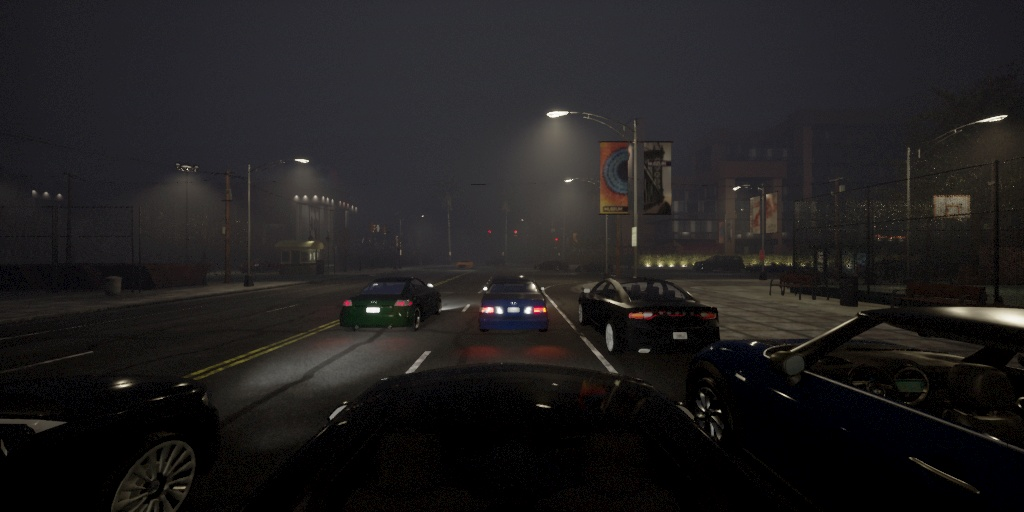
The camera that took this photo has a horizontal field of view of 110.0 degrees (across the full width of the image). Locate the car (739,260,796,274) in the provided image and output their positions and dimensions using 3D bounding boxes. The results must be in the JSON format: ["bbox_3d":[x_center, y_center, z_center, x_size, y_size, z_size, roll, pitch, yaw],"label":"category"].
[{"bbox_3d":[28.288,1.351,39.478,4.718,1.301,1.895,0,0,0],"label":"car"}]

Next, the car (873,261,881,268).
[{"bbox_3d":[44.896,1.270,43.046,4.892,1.490,1.837,0,0,0],"label":"car"}]

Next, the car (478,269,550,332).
[{"bbox_3d":[0.055,1.297,10.827,2.033,1.411,5.357,0,0,0],"label":"car"}]

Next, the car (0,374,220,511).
[{"bbox_3d":[-3.400,1.241,1.057,2.128,1.511,4.902,0,0,0],"label":"car"}]

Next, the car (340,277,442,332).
[{"bbox_3d":[-3.444,1.314,10.930,1.994,1.385,4.181,0,0,0],"label":"car"}]

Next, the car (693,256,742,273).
[{"bbox_3d":[24.773,0.971,42.952,5.566,2.045,2.150,0,0,0],"label":"car"}]

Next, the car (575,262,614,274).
[{"bbox_3d":[9.187,1.314,40.005,4.181,1.385,1.994,0,0,11],"label":"car"}]

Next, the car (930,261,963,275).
[{"bbox_3d":[45.154,1.314,36.046,4.181,1.385,1.994,0,0,-1],"label":"car"}]

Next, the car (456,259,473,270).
[{"bbox_3d":[-6.930,1.228,52.725,1.882,1.535,5.008,0,0,3],"label":"car"}]

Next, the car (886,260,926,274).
[{"bbox_3d":[45.120,1.208,39.546,5.357,1.411,2.033,0,0,-1],"label":"car"}]

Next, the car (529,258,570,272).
[{"bbox_3d":[5.070,1.255,46.136,4.892,1.490,1.837,0,2,38],"label":"car"}]

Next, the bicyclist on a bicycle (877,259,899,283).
[{"bbox_3d":[26.060,1.051,24.979,0.582,1.620,1.656,0,0,-1],"label":"bicyclist on a bicycle"}]
